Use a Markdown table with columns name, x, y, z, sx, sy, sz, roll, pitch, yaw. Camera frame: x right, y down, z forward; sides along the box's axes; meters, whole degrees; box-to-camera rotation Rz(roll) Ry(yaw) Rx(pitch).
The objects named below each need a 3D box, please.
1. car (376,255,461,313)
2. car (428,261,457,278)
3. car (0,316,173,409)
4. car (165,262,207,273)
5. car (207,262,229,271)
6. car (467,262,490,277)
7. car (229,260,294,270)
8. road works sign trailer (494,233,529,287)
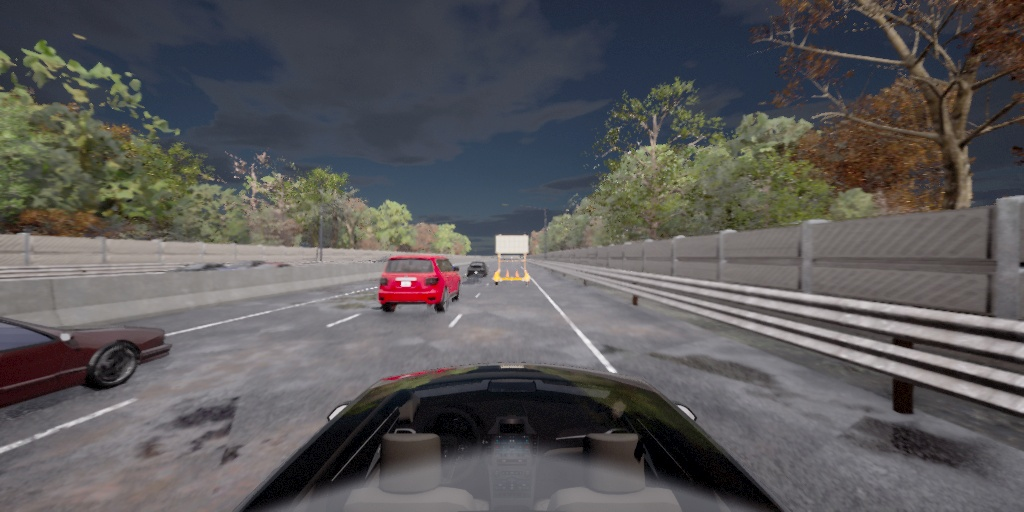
| name | x | y | z | sx | sy | sz | roll | pitch | yaw |
| --- | --- | --- | --- | --- | --- | --- | --- | --- | --- |
| car | -3.397 | 0.983 | 14.162 | 2.150 | 2.045 | 5.566 | 0 | 0 | 0 |
| car | -6.894 | 1.268 | 36.134 | 1.882 | 1.535 | 5.008 | 0 | 0 | 0 |
| car | -6.901 | 1.299 | 3.789 | 2.033 | 1.411 | 5.357 | 0 | 0 | 0 |
| car | -24.569 | 1.256 | 28.390 | 1.882 | 1.535 | 5.008 | 0 | 0 | 0 |
| car | -21.069 | 1.130 | 28.522 | 2.097 | 1.767 | 4.553 | 0 | 0 | 0 |
| car | -3.393 | 1.296 | 36.380 | 1.837 | 1.490 | 4.892 | 0 | 0 | 0 |
| car | -17.580 | 1.253 | 26.221 | 1.882 | 1.535 | 5.008 | 0 | 0 | 0 |
| road works sign trailer | 0.005 | 0.239 | 24.866 | 2.380 | 3.560 | 2.880 | 0 | 0 | 0 |
